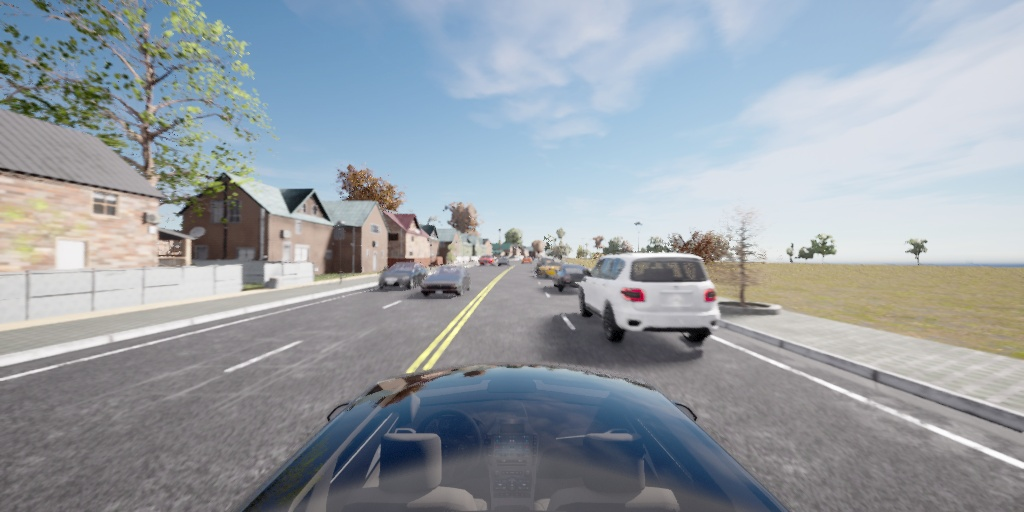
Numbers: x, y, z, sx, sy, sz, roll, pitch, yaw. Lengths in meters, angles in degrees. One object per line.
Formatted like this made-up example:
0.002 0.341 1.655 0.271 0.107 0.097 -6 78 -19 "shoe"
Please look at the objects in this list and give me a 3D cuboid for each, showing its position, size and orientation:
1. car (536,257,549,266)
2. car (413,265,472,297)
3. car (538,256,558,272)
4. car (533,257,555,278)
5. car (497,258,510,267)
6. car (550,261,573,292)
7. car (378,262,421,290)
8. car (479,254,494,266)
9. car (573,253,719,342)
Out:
5.420 1.006 64.467 2.163 1.488 4.792 0 0 4 "car"
-3.188 1.222 18.527 2.033 1.411 5.357 0 0 1 "car"
4.166 0.936 42.554 2.097 1.767 4.553 0 0 3 "car"
3.526 1.081 32.316 1.801 1.575 5.366 0 0 -7 "car"
-1.393 1.019 60.389 1.837 1.490 4.892 0 0 4 "car"
3.443 1.200 20.709 1.812 1.442 4.674 0 0 1 "car"
-6.365 1.151 21.445 2.128 1.511 4.902 0 0 1 "car"
-4.432 0.726 63.423 2.150 2.045 5.566 0 0 4 "car"
3.281 0.942 9.794 2.150 2.045 5.566 0 0 1 "car"
